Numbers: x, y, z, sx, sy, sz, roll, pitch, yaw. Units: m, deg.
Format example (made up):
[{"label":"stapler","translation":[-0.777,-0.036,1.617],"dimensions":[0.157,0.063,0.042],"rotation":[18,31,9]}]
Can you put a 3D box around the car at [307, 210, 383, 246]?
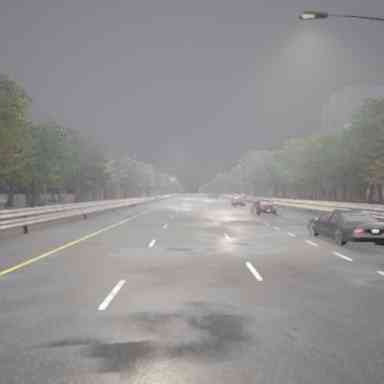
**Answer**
[{"label":"car","translation":[7.009,1.548,15.221],"dimensions":[2.033,1.411,5.357],"rotation":[0,0,0]}]

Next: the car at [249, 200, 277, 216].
[{"label":"car","translation":[7.019,1.543,32.708],"dimensions":[1.812,1.442,4.674],"rotation":[0,0,0]}]

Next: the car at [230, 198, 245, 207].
[{"label":"car","translation":[7.063,1.633,51.938],"dimensions":[1.895,1.301,4.718],"rotation":[0,0,0]}]
